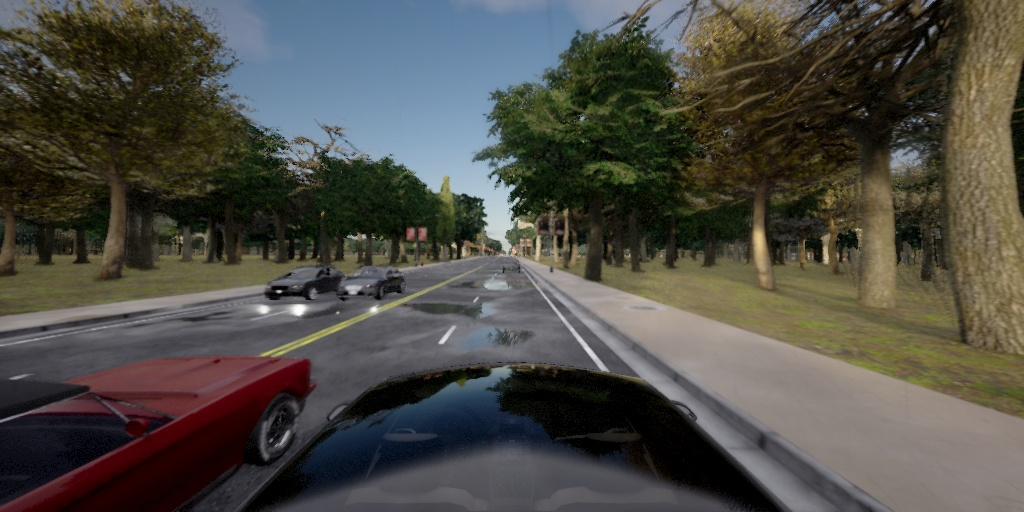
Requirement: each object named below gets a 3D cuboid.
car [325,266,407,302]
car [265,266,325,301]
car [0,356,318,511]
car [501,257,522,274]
[{"bbox_3d":[-6.523,1.236,17.180,2.128,1.511,4.902,0,0,0],"label":"car"},{"bbox_3d":[-9.770,1.252,17.476,1.837,1.490,4.892,0,0,0],"label":"car"},{"bbox_3d":[-3.149,1.351,1.961,1.895,1.301,4.718,0,0,0],"label":"car"},{"bbox_3d":[-0.058,0.922,35.893,2.128,1.511,4.902,0,0,0],"label":"car"}]
